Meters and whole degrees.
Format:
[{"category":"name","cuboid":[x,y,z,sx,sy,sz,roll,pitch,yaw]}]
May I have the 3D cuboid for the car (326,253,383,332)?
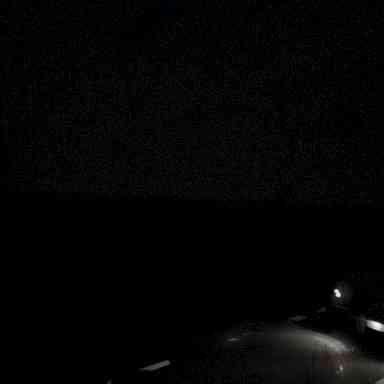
[{"category":"car","cuboid":[4.875,1.591,6.431,5.357,1.411,2.033,0,0,-36]}]
